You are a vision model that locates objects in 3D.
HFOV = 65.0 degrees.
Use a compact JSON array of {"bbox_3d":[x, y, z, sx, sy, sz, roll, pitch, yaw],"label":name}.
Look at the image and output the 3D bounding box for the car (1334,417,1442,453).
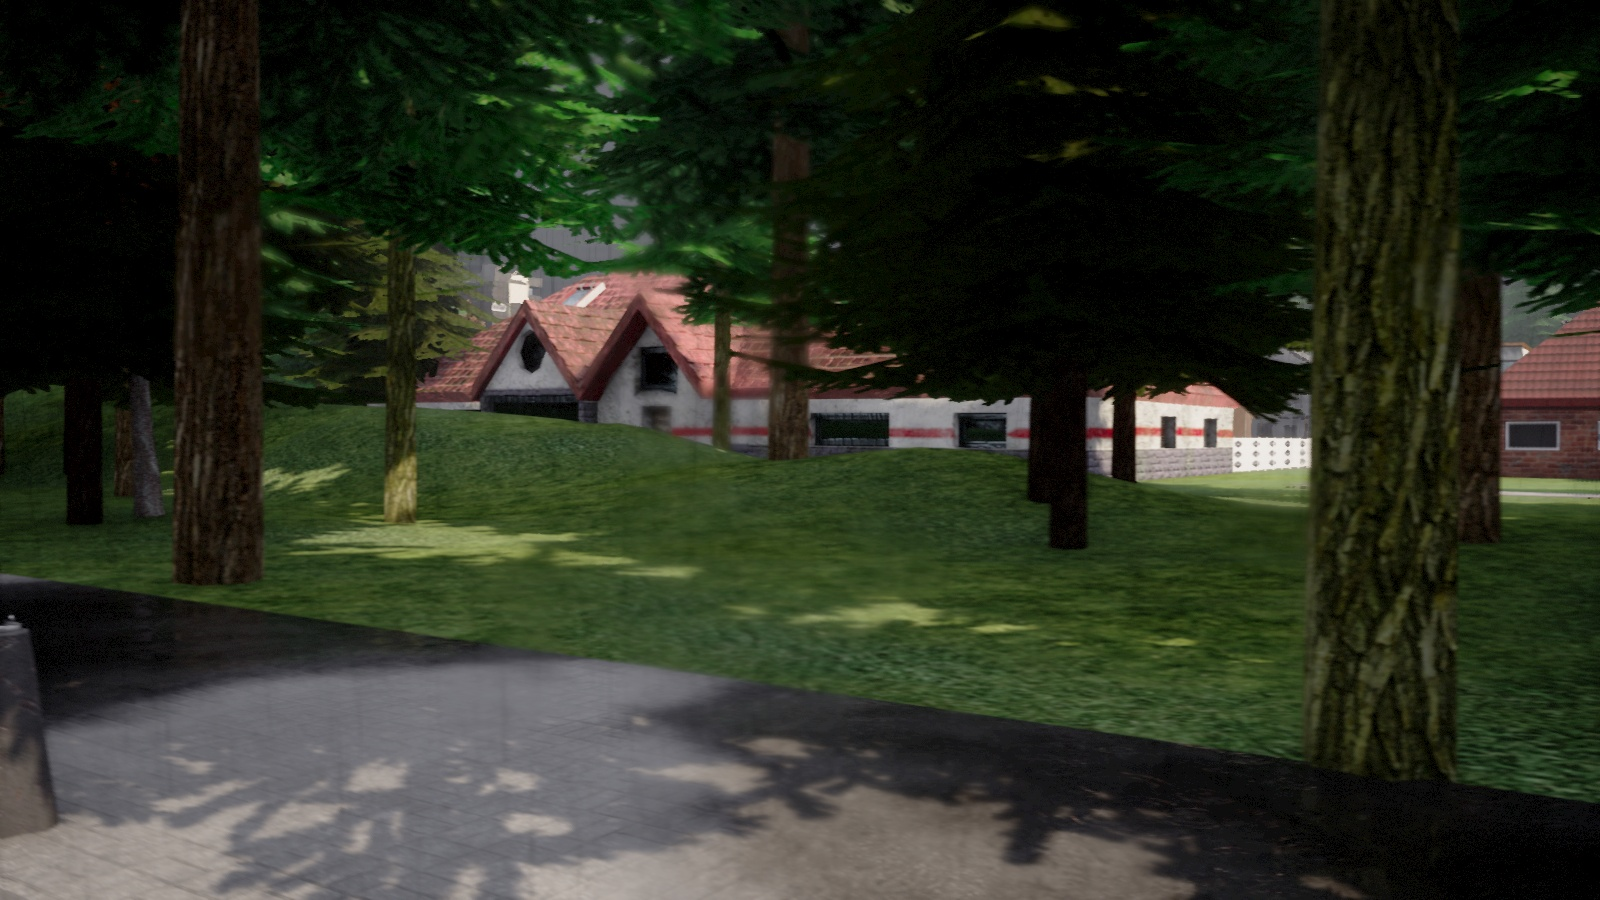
[{"bbox_3d":[34.989,-0.889,74.812,5.566,2.045,2.150,0,1,34],"label":"car"}]
